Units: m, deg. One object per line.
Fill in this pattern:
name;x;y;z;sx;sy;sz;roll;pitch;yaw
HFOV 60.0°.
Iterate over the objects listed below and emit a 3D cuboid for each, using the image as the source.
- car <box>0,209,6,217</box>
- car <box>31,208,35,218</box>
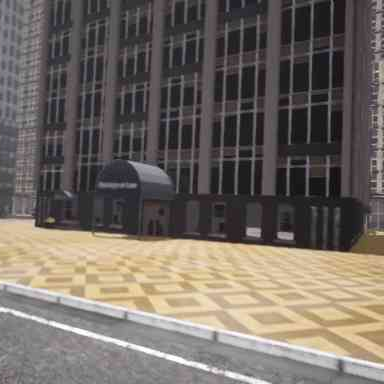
car;-36.130;3.770;60.422;1.967;1.590;4.097;1;-4;28
car;-27.913;4.087;63.666;2.150;2.045;5.566;1;-3;28
